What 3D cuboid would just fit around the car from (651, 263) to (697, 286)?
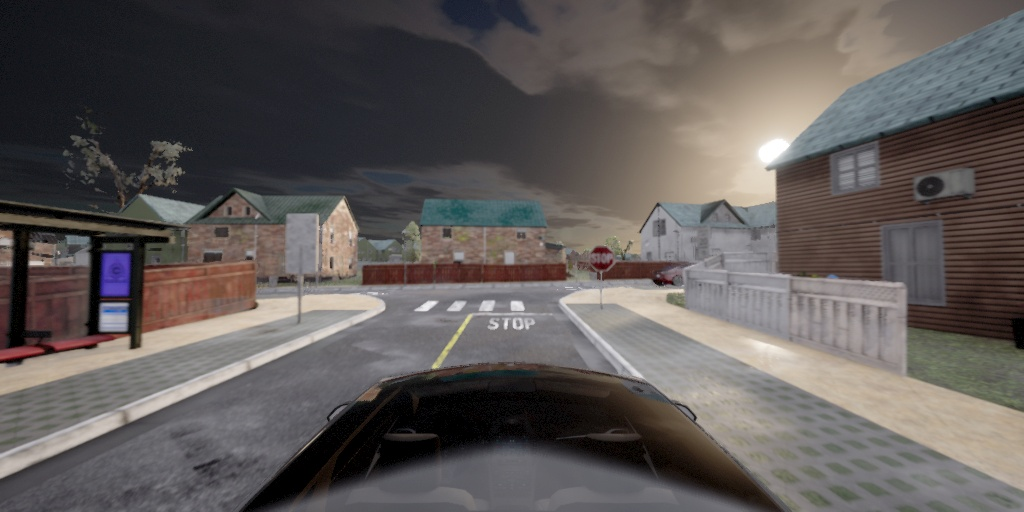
[{"bbox_3d":[10.419,1.084,21.062,4.181,1.385,1.994,-1,-2,-10],"label":"car"}]
